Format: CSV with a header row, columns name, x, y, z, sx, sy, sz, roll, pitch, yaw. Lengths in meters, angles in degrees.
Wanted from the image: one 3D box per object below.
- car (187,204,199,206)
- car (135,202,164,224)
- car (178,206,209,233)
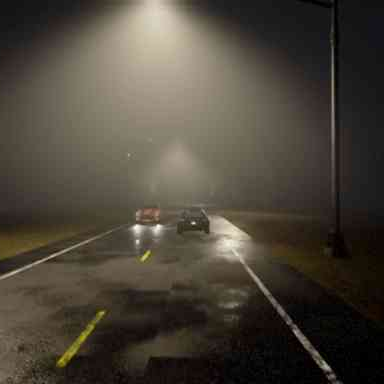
name,x,y,z,sx,sy,sz,roll,pitch,yaw
car,0.090,2.205,44.727,1.895,1.301,4.718,0,-1,0
car,-3.601,1.742,28.840,2.097,1.767,4.553,0,-1,0
car,0.095,1.861,21.869,1.994,1.385,4.181,0,-1,0
